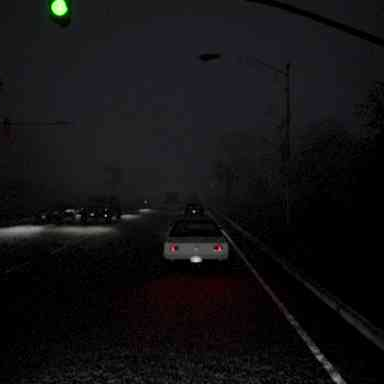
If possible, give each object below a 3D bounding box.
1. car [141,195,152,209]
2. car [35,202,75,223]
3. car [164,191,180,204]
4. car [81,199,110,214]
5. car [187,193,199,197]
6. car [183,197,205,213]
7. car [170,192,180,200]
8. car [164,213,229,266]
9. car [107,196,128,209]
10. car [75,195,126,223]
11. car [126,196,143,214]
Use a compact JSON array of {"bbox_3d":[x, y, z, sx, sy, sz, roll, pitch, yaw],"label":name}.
[{"bbox_3d":[-6.892,1.316,46.455,2.097,1.767,4.553,0,2,1],"label":"car"},{"bbox_3d":[-10.523,1.528,26.123,2.128,1.511,4.902,0,0,1],"label":"car"},{"bbox_3d":[-3.345,0.821,55.276,2.150,2.045,5.566,0,3,0],"label":"car"},{"bbox_3d":[-10.482,1.576,36.347,1.812,1.442,4.674,0,0,0],"label":"car"},{"bbox_3d":[0.186,0.966,57.782,2.128,1.511,4.902,0,3,1],"label":"car"},{"bbox_3d":[0.190,1.552,33.212,1.837,1.490,4.892,0,0,0],"label":"car"},{"bbox_3d":[-3.314,0.677,65.717,1.895,1.301,4.718,0,3,0],"label":"car"},{"bbox_3d":[0.128,1.618,11.604,1.895,1.301,4.718,0,0,0],"label":"car"},{"bbox_3d":[-10.381,1.435,46.722,1.882,1.535,5.008,0,2,0],"label":"car"},{"bbox_3d":[-7.032,1.258,26.269,2.150,2.045,5.566,0,0,0],"label":"car"},{"bbox_3d":[-6.988,1.529,36.347,1.882,1.535,5.008,0,0,1],"label":"car"}]
